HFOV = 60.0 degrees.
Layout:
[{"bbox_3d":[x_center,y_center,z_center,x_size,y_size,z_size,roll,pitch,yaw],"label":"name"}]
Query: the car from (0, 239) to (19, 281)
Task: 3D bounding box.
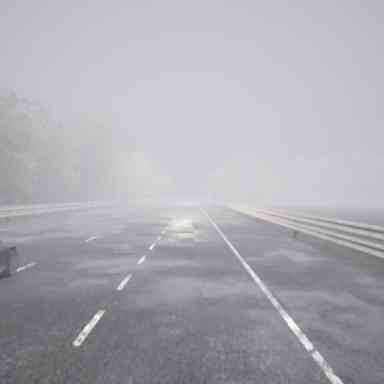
[{"bbox_3d":[-5.553,1.543,7.530,2.033,1.649,4.856,0,-1,-12],"label":"car"}]
